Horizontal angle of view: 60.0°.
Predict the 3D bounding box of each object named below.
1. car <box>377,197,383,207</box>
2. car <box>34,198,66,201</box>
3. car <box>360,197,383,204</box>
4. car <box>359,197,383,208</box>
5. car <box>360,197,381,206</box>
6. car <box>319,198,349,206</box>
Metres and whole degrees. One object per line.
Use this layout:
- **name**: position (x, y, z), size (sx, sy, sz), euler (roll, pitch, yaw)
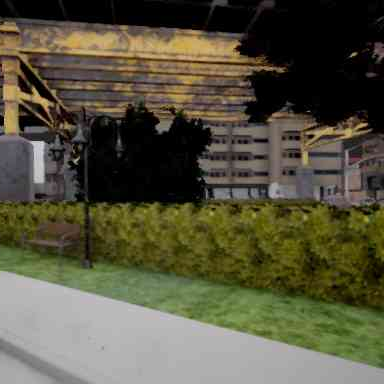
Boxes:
- **car**: position (30.418, 1.502, 49.326), size (2.038, 1.542, 4.974), euler (0, 0, -29)
- **car**: position (-13.472, 1.570, 28.922), size (5.566, 2.045, 2.150), euler (-1, 0, -9)
- **car**: position (18.124, 1.387, 30.267), size (4.553, 1.767, 2.097), euler (0, 0, -9)
- **car**: position (26.260, 1.542, 48.987), size (2.038, 1.542, 4.974), euler (-1, 0, 16)
- **car**: position (26.273, 1.385, 49.038), size (1.853, 1.218, 4.536), euler (-1, 0, 16)
- **car**: position (13.540, 1.455, 33.236), size (4.553, 1.767, 2.097), euler (-1, 0, -9)
